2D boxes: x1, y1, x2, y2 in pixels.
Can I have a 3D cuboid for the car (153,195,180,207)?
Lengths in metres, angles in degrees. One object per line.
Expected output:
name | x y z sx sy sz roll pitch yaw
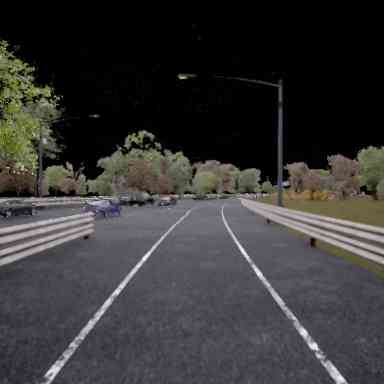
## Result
car | -3.440 1.370 46.504 1.812 1.442 4.674 0 0 12

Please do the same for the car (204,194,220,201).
car | 5.043 1.519 82.280 1.895 1.301 4.718 0 0 15

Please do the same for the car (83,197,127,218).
car | -7.268 1.328 27.342 1.812 1.442 4.674 0 0 11

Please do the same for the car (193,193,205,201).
car | 2.530 1.160 86.474 2.150 2.045 5.566 0 0 15

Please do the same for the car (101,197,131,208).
car | -10.545 1.391 46.837 2.033 1.411 5.357 0 0 12

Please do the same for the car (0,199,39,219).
car | -14.484 1.305 26.841 1.837 1.490 4.892 0 0 10

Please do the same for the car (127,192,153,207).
car | -6.995 1.065 46.710 2.150 2.045 5.566 0 0 12

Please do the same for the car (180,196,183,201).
car | -3.519 1.437 77.132 1.812 1.442 4.674 0 0 14
